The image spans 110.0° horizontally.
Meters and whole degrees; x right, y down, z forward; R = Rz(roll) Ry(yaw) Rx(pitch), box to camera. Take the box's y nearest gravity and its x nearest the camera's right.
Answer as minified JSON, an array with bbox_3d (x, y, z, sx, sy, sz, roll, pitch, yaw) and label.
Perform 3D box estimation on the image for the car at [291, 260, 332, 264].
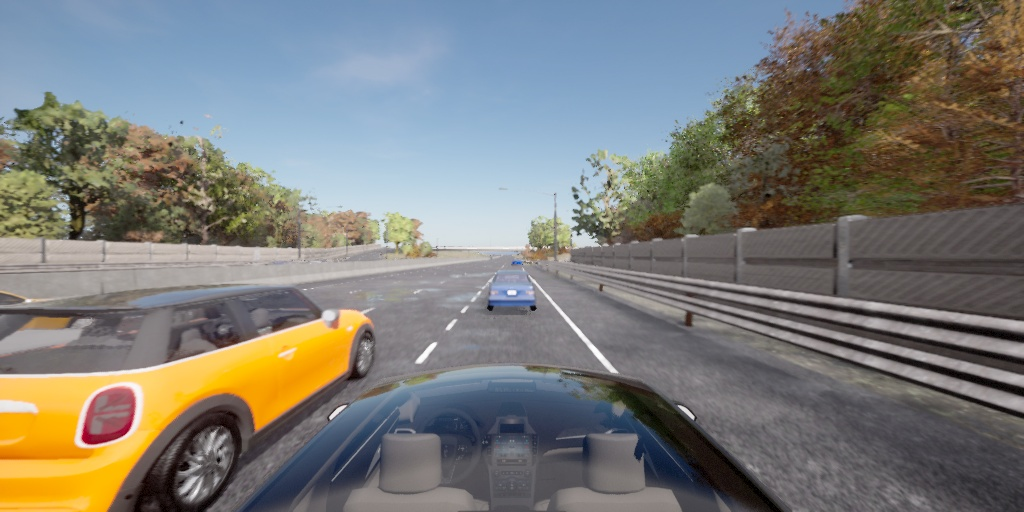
[{"bbox_3d":[-21.041,1.282,38.380,1.812,1.442,4.674,0,0,1],"label":"car"}]

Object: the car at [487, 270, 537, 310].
[{"bbox_3d":[-0.006,1.290,14.642,2.033,1.411,5.357,0,0,0],"label":"car"}]

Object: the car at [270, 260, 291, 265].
[{"bbox_3d":[-24.526,1.356,38.872,1.895,1.301,4.718,0,0,0],"label":"car"}]

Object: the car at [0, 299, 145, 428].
[{"bbox_3d":[-6.899,1.349,3.457,1.895,1.301,4.718,0,0,0],"label":"car"}]

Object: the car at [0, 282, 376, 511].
[{"bbox_3d":[-3.404,1.100,4.402,2.097,1.767,4.553,0,0,0],"label":"car"}]

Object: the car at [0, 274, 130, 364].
[{"bbox_3d":[-10.398,1.223,6.377,1.882,1.535,5.008,0,0,0],"label":"car"}]
